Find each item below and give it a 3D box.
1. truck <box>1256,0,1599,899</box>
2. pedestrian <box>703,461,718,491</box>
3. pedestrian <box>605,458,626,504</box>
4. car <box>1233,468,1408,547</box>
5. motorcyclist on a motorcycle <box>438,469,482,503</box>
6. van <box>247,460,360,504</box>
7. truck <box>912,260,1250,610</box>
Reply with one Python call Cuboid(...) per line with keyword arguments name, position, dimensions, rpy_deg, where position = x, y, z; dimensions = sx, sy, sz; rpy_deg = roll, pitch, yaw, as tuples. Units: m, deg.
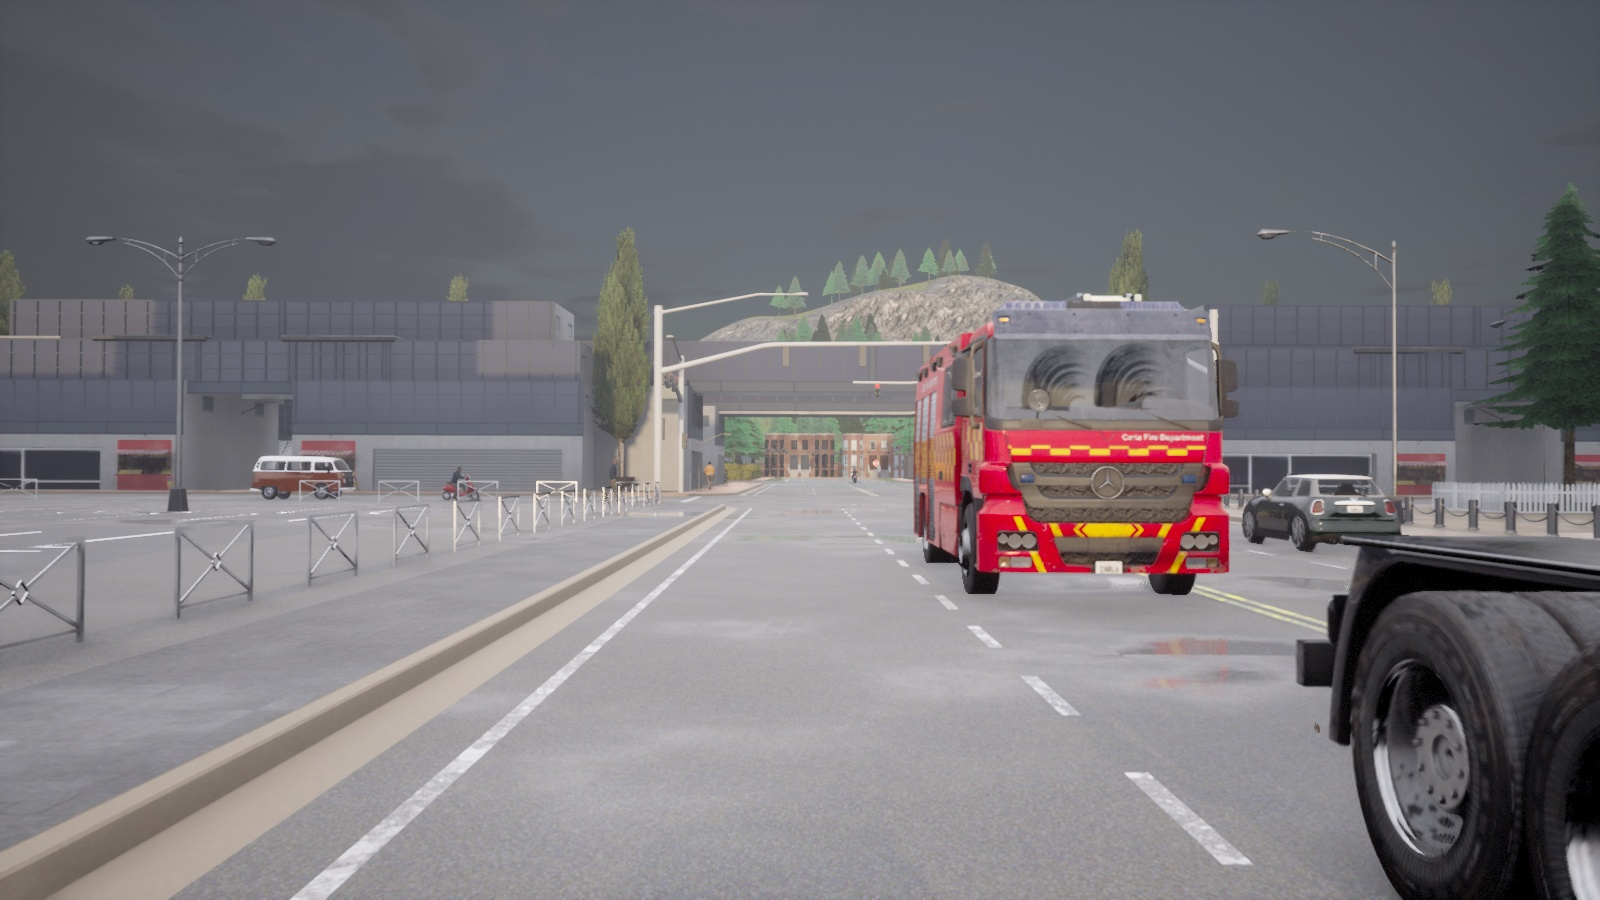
Cuboid(name="truck", position=(3.496, -0.159, 1.633), dimensions=(2.891, 3.462, 7.936), rpy_deg=(0, -1, 0))
Cuboid(name="pedestrian", position=(-5.693, 1.654, 79.668), dimensions=(0.874, 1.855, 0.900), rpy_deg=(0, -1, 0))
Cuboid(name="pedestrian", position=(-7.467, 1.240, 50.796), dimensions=(0.726, 1.842, 0.402), rpy_deg=(0, -1, 11))
Cuboid(name="car", position=(10.442, 1.107, 25.514), dimensions=(1.970, 1.475, 3.806), rpy_deg=(0, -1, 0))
Cuboid(name="motorcyclist on a motorcycle", position=(-15.843, 1.682, 58.594), dimensions=(1.817, 1.590, 0.866), rpy_deg=(0, -1, 1))
Cuboid(name="van", position=(-23.205, 1.484, 58.771), dimensions=(4.480, 2.038, 2.069), rpy_deg=(0, -1, 1))
Cuboid(name="truck", position=(3.455, -0.105, 17.982), dimensions=(2.891, 3.827, 8.468), rpy_deg=(0, -1, 0))
